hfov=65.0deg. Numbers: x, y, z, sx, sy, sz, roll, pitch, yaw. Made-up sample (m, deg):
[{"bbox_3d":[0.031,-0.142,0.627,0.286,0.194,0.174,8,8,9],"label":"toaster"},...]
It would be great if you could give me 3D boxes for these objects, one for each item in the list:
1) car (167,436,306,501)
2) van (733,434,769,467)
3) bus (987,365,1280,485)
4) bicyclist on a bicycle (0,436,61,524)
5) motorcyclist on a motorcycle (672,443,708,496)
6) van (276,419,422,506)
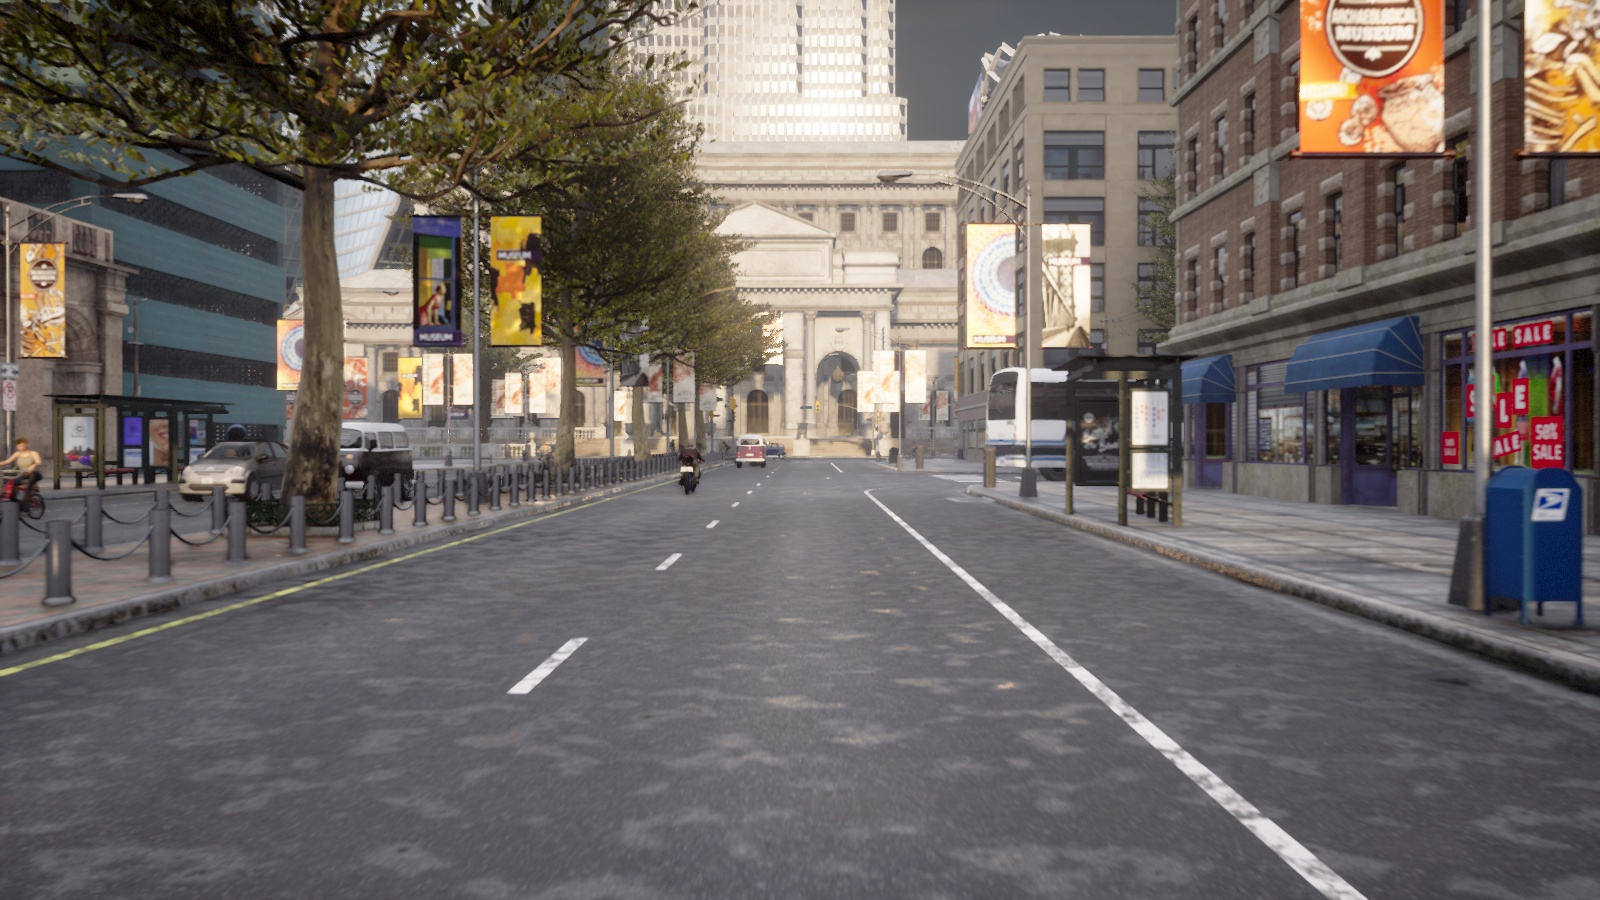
[{"bbox_3d":[-14.797,0.446,33.206,1.851,1.617,3.988,0,0,0],"label":"car"},{"bbox_3d":[-3.039,0.025,78.537,2.069,2.038,4.480,0,0,0],"label":"van"},{"bbox_3d":[12.853,-0.895,48.728,10.273,4.253,3.944,1,0,-13],"label":"bus"},{"bbox_3d":[-14.845,0.537,23.736,0.866,1.612,1.509,0,0,1],"label":"bicyclist on a bicycle"},{"bbox_3d":[-3.273,0.568,37.468,0.866,1.530,2.191,0,0,0],"label":"motorcyclist on a motorcycle"},{"bbox_3d":[-11.304,0.281,31.861,2.069,2.038,4.480,0,0,0],"label":"van"}]
